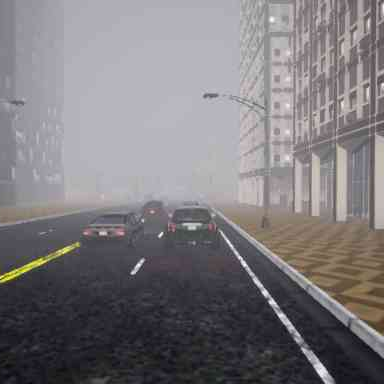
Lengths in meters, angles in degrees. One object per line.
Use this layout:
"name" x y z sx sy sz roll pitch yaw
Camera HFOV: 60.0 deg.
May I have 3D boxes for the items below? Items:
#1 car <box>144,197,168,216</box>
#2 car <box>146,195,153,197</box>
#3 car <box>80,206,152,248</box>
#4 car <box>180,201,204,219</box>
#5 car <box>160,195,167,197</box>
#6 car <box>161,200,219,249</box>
"car" -3.250 1.465 29.655 1.882 1.535 5.008 0 0 0
"car" -9.750 1.375 75.947 1.812 1.442 4.674 0 0 0
"car" -3.250 1.555 14.653 2.033 1.411 5.357 0 0 0
"car" 0.000 1.553 29.655 1.994 1.385 4.181 0 0 0
"car" -6.500 1.390 75.947 2.033 1.411 5.357 0 0 0
"car" 0.000 1.358 14.623 2.097 1.767 4.553 0 0 0
